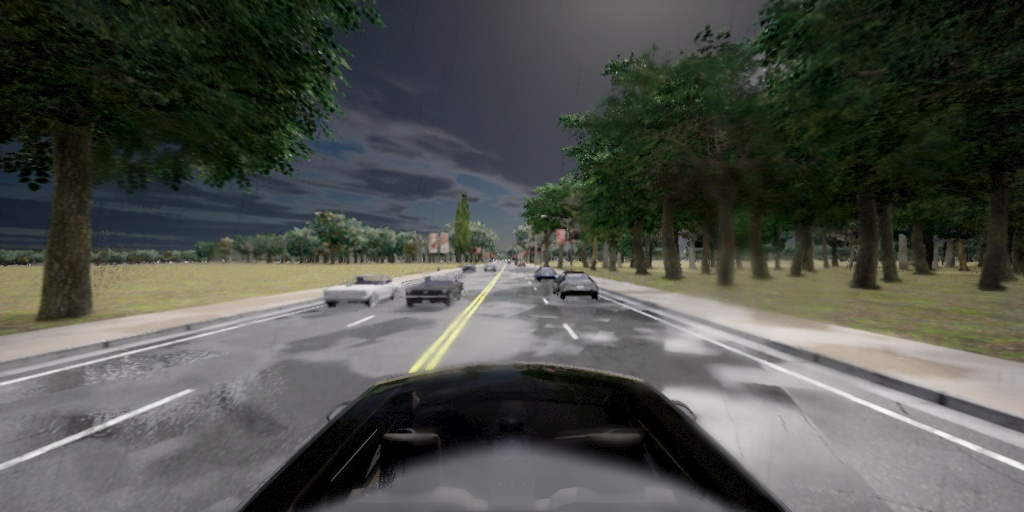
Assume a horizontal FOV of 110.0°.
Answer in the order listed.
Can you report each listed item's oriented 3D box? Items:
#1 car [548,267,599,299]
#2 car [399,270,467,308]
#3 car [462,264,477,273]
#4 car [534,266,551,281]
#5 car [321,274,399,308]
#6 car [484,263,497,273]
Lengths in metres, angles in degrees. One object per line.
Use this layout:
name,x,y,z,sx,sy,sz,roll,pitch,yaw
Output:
car,3.331,1.508,19.489,1.994,1.385,4.181,0,-1,0
car,-3.362,1.510,16.308,1.895,1.301,4.718,0,-1,0
car,-6.713,1.903,57.192,2.033,1.411,5.357,0,-1,0
car,3.287,1.681,35.358,1.994,1.385,4.181,0,-1,0
car,-6.612,1.510,16.288,1.895,1.301,4.718,0,-1,0
car,-3.474,1.847,57.220,2.128,1.511,4.902,0,-1,0
